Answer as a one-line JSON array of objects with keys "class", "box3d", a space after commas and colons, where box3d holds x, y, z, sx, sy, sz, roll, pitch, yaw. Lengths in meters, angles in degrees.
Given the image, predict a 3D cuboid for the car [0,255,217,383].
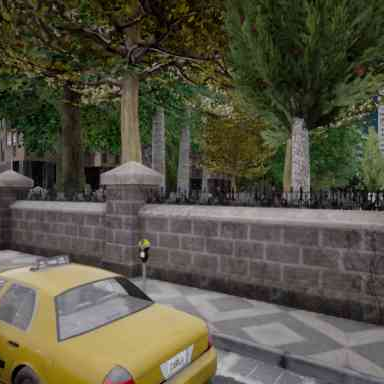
[{"class": "car", "box3d": [-2.014, 1.525, 4.395, 4.829, 1.417, 1.752, 0, 0, 35]}]
